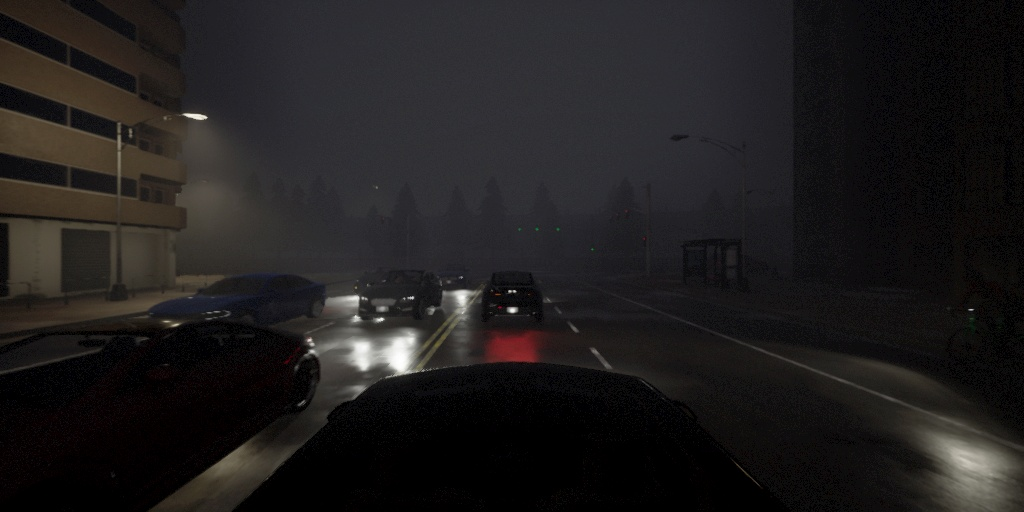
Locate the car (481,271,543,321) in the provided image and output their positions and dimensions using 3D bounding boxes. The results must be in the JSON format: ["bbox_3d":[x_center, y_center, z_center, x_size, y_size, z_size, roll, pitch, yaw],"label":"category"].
[{"bbox_3d":[0.004,1.229,12.253,1.837,1.490,4.892,0,0,0],"label":"car"}]

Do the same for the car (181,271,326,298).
[{"bbox_3d":[-7.141,1.223,9.987,1.882,1.535,5.008,0,0,0],"label":"car"}]

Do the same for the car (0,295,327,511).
[{"bbox_3d":[-3.600,1.318,3.208,1.994,1.385,4.181,0,0,0],"label":"car"}]

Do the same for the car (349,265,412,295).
[{"bbox_3d":[-7.188,1.285,20.123,1.994,1.385,4.181,0,0,0],"label":"car"}]

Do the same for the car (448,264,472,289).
[{"bbox_3d":[-3.666,1.236,23.080,1.812,1.442,4.674,0,0,0],"label":"car"}]

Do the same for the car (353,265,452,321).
[{"bbox_3d":[-3.667,1.224,12.550,2.128,1.511,4.902,0,0,0],"label":"car"}]

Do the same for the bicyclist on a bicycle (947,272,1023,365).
[{"bbox_3d":[8.521,1.079,6.407,1.656,1.620,0.582,-10,0,0],"label":"bicyclist on a bicycle"}]

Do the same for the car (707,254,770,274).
[{"bbox_3d":[22.668,0.788,36.043,5.566,2.045,2.150,0,0,1],"label":"car"}]
